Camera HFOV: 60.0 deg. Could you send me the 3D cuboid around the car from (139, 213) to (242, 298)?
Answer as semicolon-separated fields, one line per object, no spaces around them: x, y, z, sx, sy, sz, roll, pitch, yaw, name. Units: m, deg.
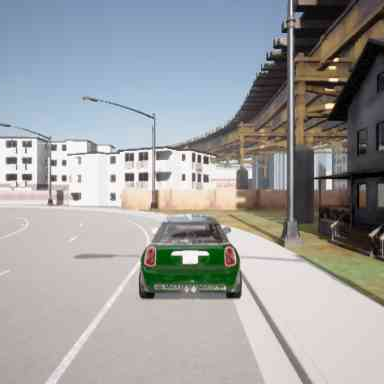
-0.033;1.343;8.620;2.097;1.767;4.553;0;0;0;car
